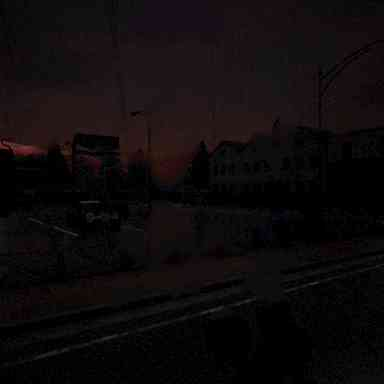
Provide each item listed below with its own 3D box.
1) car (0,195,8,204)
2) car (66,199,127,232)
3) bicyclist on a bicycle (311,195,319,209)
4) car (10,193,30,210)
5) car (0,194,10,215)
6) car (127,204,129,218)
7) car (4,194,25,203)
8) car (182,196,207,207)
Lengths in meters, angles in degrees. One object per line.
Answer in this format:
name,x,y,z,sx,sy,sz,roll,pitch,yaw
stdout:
car,-39.242,1.495,66.078,4.611,1.667,2.242,0,0,-36
car,-5.347,1.248,17.869,1.970,1.475,3.806,0,0,-36
bicyclist on a bicycle,13.626,1.124,36.816,1.656,1.620,0.582,0,0,-35
car,-19.870,1.092,38.130,1.905,1.878,3.866,0,0,-36
car,-17.955,1.113,29.821,1.932,1.855,4.605,0,0,-36
car,-6.480,1.313,25.732,2.007,1.523,4.514,0,0,-36
car,-39.017,1.328,73.206,3.866,1.878,1.905,0,0,-36
car,0.407,1.349,48.836,1.812,1.442,4.674,0,0,-36
